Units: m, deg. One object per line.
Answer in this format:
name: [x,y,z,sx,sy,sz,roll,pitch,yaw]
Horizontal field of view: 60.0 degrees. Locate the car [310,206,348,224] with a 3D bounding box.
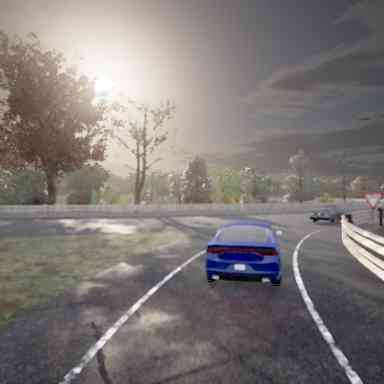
car: [12.202,1.937,29.151,2.033,1.411,5.357,-1,-1,44]

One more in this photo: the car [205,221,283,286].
car: [1.674,1.607,10.044,1.882,1.535,5.008,0,-1,13]
